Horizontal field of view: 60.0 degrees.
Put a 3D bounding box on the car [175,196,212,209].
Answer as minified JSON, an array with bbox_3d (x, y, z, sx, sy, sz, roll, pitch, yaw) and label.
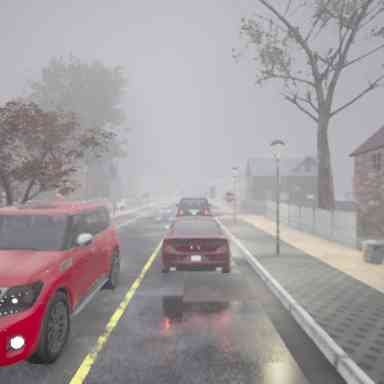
[{"bbox_3d":[0.108,1.283,20.872,2.150,2.045,5.566,0,0,0],"label":"car"}]

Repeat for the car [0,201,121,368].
[{"bbox_3d":[-2.844,1.238,6.214,2.150,2.045,5.566,0,0,0],"label":"car"}]

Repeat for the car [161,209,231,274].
[{"bbox_3d":[0.103,1.507,10.716,1.882,1.535,5.008,0,0,0],"label":"car"}]
